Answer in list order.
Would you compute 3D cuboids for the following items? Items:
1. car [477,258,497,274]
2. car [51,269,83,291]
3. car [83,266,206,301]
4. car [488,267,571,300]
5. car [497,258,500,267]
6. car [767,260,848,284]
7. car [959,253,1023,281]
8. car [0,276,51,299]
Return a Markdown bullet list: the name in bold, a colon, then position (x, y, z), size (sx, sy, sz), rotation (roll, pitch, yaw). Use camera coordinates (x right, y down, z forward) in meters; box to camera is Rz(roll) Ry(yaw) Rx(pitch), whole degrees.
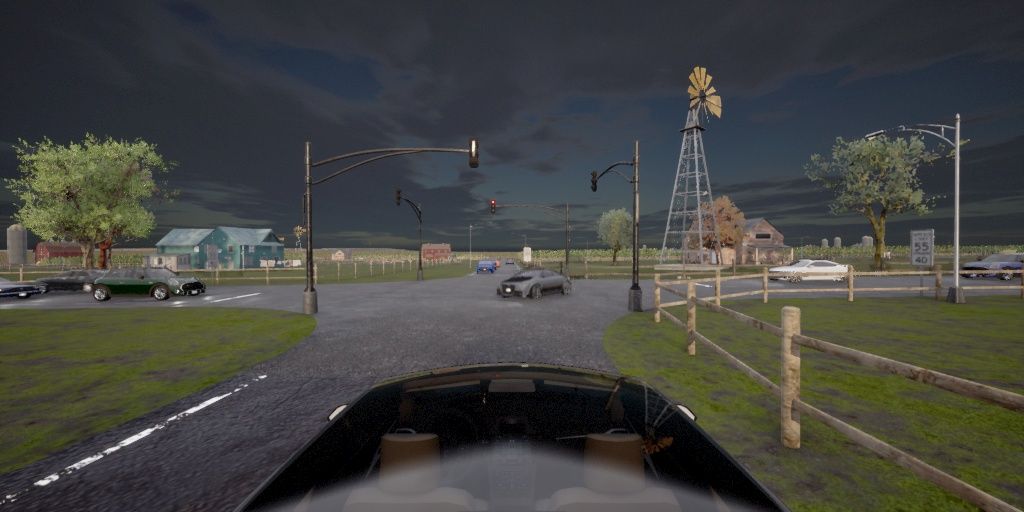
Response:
- **car**: position (-3.049, 1.222, 41.974), size (1.882, 1.535, 5.008), rotation (0, 0, -1)
- **car**: position (-27.256, 1.567, 22.761), size (4.892, 1.490, 1.837), rotation (0, 1, 0)
- **car**: position (-19.177, 1.372, 19.100), size (4.553, 1.767, 2.097), rotation (-1, 1, 0)
- **car**: position (1.142, 1.324, 17.690), size (1.994, 1.385, 4.181), rotation (-2, 0, 42)
- **car**: position (-3.120, 1.293, 51.878), size (2.033, 1.411, 5.357), rotation (0, 0, -1)
- **car**: position (18.989, 0.960, 22.981), size (4.674, 1.442, 1.812), rotation (-1, 1, 0)
- **car**: position (31.846, 0.617, 23.034), size (4.553, 1.767, 2.097), rotation (-1, 1, 0)
- **car**: position (-28.695, 1.697, 19.056), size (5.357, 1.411, 2.033), rotation (-1, 1, 0)
